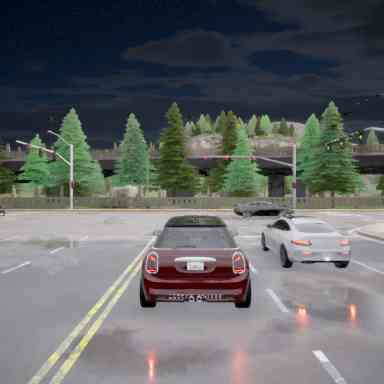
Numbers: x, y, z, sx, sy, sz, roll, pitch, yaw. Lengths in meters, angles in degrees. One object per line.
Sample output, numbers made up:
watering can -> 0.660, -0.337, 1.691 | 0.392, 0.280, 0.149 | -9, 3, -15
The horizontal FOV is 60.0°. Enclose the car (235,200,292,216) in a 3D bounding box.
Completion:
car -> 5.855, 1.448, 27.450 | 4.902, 1.511, 2.128 | 0, 0, 1

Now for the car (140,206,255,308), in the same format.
car -> 0.083, 1.352, 8.094 | 2.097, 1.767, 4.553 | 0, 0, 1

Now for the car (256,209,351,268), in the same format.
car -> 3.602, 1.526, 11.139 | 1.812, 1.442, 4.674 | 0, 0, 0

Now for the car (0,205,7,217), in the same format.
car -> -18.093, 1.296, 27.840 | 4.553, 1.767, 2.097 | 0, 0, 1
